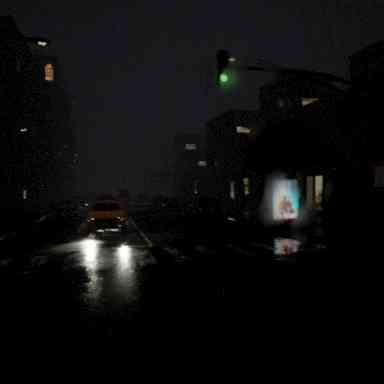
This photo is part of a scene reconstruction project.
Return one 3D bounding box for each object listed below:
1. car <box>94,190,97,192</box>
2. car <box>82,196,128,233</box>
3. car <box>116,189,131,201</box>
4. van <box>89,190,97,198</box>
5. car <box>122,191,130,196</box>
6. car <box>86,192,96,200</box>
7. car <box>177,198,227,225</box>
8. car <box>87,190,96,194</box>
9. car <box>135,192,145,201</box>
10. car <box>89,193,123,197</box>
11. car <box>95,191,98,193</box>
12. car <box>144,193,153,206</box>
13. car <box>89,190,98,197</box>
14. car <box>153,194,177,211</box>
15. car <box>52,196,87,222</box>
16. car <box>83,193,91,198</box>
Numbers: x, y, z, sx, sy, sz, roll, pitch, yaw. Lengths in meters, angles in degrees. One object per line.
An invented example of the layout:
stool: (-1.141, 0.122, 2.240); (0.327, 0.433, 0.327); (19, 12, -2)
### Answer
car: (-19.118, 0.708, 62.417); (1.967, 1.590, 4.097); (-2, 1, -15)
car: (-4.659, 1.224, 18.097); (1.882, 1.535, 5.008); (-1, 1, -14)
car: (-11.798, 0.436, 57.375); (2.150, 2.045, 5.566); (-1, 1, -15)
van: (-23.504, 0.424, 78.933); (1.690, 1.788, 3.998); (-2, 1, -15)
car: (-18.325, 0.360, 92.109); (1.802, 1.307, 4.206); (-2, 1, -15)
car: (-20.533, 0.733, 67.760); (1.752, 1.417, 4.829); (-2, 1, -15)
car: (0.668, 1.046, 20.532); (1.967, 1.590, 4.097); (-2, 1, -15)
car: (-16.149, 0.922, 51.244); (1.752, 1.417, 4.829); (-2, 1, -15)
car: (-8.097, 0.760, 53.568); (2.008, 1.369, 4.403); (-2, 1, -15)
car: (-7.185, 1.122, 27.590); (2.128, 1.511, 4.902); (-1, 1, -15)
car: (-9.844, 1.013, 37.649); (1.837, 1.490, 4.892); (-1, 1, -15)
car: (-3.713, 0.956, 37.051); (2.008, 1.369, 4.403); (-2, 1, -15)
car: (-24.966, 0.338, 84.437); (2.192, 1.841, 5.009); (-2, 1, -15)
car: (-2.251, 1.054, 31.546); (1.802, 1.307, 4.206); (-2, 1, -15)
car: (-8.886, 1.275, 23.881); (2.008, 1.369, 4.403); (-2, 1, -15)
car: (-11.808, 1.142, 34.892); (2.008, 1.369, 4.403); (-2, 1, -15)
